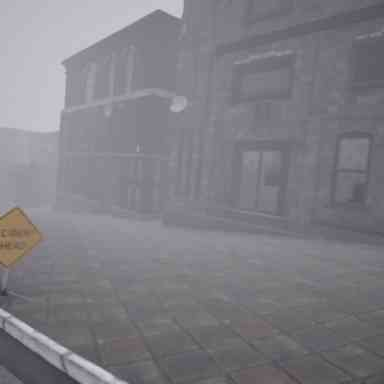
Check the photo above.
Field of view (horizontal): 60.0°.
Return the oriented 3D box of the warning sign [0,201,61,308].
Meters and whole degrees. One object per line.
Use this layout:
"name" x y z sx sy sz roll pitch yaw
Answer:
"warning sign" -3.640 1.182 6.647 1.060 1.860 1.300 8 -1 43
